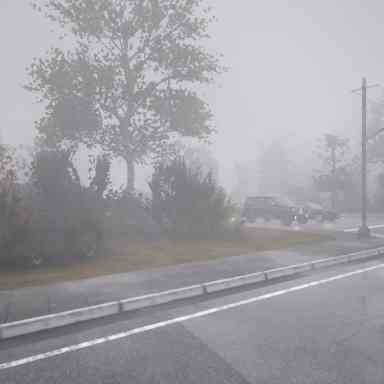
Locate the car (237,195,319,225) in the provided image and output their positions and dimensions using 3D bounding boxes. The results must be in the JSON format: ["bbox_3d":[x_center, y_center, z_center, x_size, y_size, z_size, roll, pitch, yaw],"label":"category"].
[{"bbox_3d":[6.235,1.316,25.123,2.150,2.045,5.566,0,-1,-37],"label":"car"}]

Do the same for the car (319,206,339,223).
[{"bbox_3d":[9.270,1.566,26.866,1.882,1.535,5.008,0,-1,-39],"label":"car"}]

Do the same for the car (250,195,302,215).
[{"bbox_3d":[9.475,1.422,37.969,2.150,2.045,5.566,0,-1,-41],"label":"car"}]

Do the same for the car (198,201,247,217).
[{"bbox_3d":[3.083,1.705,34.178,1.882,1.535,5.008,0,-1,-43],"label":"car"}]
